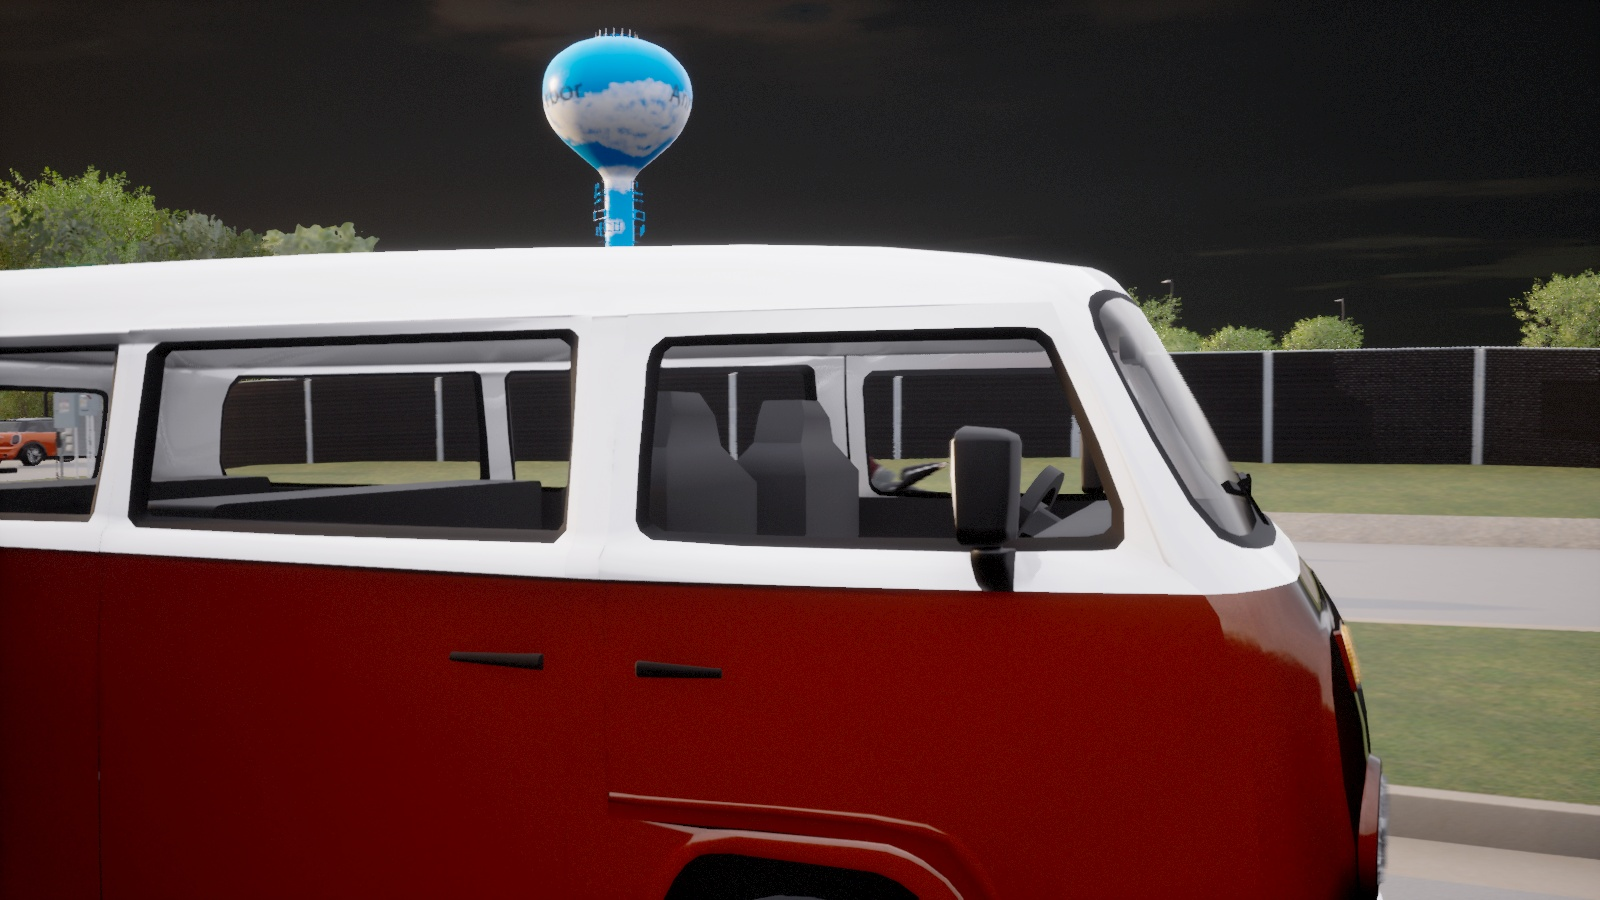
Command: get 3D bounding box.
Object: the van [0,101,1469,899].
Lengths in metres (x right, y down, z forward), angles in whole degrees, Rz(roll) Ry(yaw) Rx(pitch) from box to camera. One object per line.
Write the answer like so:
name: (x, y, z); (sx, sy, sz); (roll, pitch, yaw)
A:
van: (-0.855, 0.492, 3.479); (4.480, 2.038, 2.069); (1, 1, 19)
